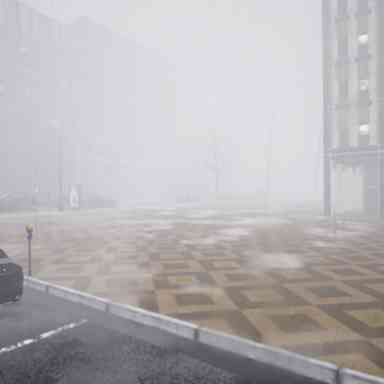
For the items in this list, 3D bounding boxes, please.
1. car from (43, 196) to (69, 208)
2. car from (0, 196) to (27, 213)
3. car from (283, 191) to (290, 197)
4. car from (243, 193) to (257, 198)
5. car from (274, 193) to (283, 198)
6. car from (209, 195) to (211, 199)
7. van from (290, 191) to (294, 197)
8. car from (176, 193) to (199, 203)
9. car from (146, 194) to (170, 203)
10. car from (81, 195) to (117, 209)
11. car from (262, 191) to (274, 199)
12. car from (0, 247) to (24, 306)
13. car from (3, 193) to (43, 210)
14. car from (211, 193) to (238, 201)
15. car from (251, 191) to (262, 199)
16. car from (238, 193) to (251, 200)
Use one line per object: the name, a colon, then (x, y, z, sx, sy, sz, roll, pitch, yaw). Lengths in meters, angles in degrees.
car: (-17.155, 1.234, 42.279, 1.887, 1.381, 4.507, 0, 0, 36)
car: (-16.848, 1.271, 28.408, 1.802, 1.307, 4.206, 0, 0, 36)
car: (22.041, 0.791, 82.142, 1.802, 1.307, 4.206, 0, 0, 36)
car: (15.253, 0.860, 87.056, 1.947, 1.339, 4.313, 0, 0, 36)
car: (18.800, 0.797, 77.663, 2.008, 1.369, 4.403, 0, 0, 36)
car: (5.530, 0.848, 73.622, 1.967, 1.590, 4.097, 0, 0, 36)
van: (25.281, 0.513, 86.619, 1.690, 1.788, 3.998, 0, 0, 36)
car: (-0.645, 0.920, 50.797, 1.967, 1.590, 4.097, 0, 0, 36)
car: (-5.462, 1.066, 53.983, 1.812, 1.442, 4.674, -1, 0, 36)
car: (-10.367, 1.044, 37.364, 1.967, 1.590, 4.097, 0, 0, 36)
car: (15.558, 0.599, 73.185, 2.192, 1.841, 5.009, 0, 0, 36)
car: (-5.082, 1.516, 6.669, 4.403, 1.369, 2.008, 0, -1, 35)
car: (-18.935, 1.218, 35.416, 1.837, 1.490, 4.892, -1, 0, 36)
car: (5.837, 0.952, 59.753, 2.008, 1.369, 4.403, 0, 0, 36)
car: (12.319, 0.905, 68.708, 1.802, 1.307, 4.206, 0, 0, 36)
car: (9.078, 0.907, 64.231, 1.887, 1.381, 4.507, 0, 0, 36)
